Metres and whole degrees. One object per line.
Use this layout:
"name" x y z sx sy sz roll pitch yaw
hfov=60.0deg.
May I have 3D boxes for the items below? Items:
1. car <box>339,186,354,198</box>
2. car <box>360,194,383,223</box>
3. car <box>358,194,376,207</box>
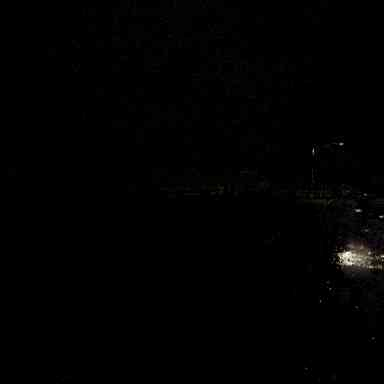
"car" 27.275 -0.024 58.848 2.150 2.045 5.566 3 2 26
"car" 11.550 1.135 20.505 1.812 1.442 4.674 3 2 26
"car" 18.233 0.897 34.099 1.994 1.385 4.181 3 2 26
